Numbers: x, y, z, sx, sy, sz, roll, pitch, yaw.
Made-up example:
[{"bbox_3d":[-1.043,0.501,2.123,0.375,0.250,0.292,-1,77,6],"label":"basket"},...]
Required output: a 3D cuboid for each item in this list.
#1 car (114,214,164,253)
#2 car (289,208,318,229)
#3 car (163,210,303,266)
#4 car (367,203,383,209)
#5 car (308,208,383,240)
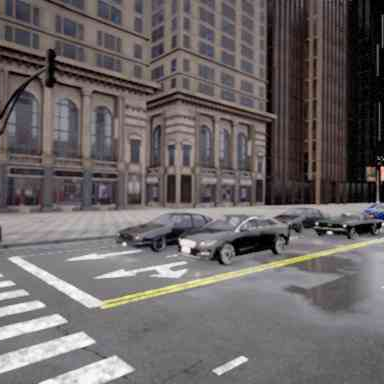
[{"bbox_3d":[-0.577,1.617,14.405,5.357,1.411,2.033,1,0,-42],"label":"car"},{"bbox_3d":[6.948,1.710,21.101,5.357,1.411,2.033,1,0,-42],"label":"car"},{"bbox_3d":[1.641,1.566,12.030,4.902,1.511,2.128,1,0,-42],"label":"car"},{"bbox_3d":[17.294,1.774,30.273,5.008,1.535,1.882,-1,0,-41],"label":"car"},{"bbox_3d":[8.582,1.761,18.208,4.718,1.301,1.895,1,0,-42],"label":"car"}]
